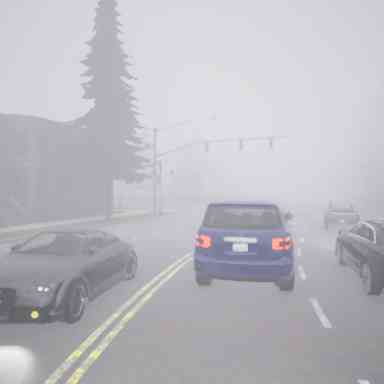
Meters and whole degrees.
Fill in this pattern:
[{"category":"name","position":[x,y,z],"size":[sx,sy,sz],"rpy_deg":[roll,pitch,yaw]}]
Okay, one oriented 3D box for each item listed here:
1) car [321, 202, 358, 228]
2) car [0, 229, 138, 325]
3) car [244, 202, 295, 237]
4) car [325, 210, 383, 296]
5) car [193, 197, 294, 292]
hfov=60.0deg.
[{"category":"car","position":[8.948,1.347,20.179],"size":[2.128,1.511,4.902],"rpy_deg":[0,0,20]},{"category":"car","position":[-2.680,1.507,7.052],"size":[1.994,1.385,4.181],"rpy_deg":[0,0,11]},{"category":"car","position":[4.552,1.409,18.810],"size":[2.033,1.411,5.357],"rpy_deg":[0,0,22]},{"category":"car","position":[4.896,1.430,8.218],"size":[2.128,1.511,4.902],"rpy_deg":[0,0,13]},{"category":"car","position":[1.529,1.153,9.084],"size":[2.150,2.045,5.566],"rpy_deg":[0,0,13]}]
